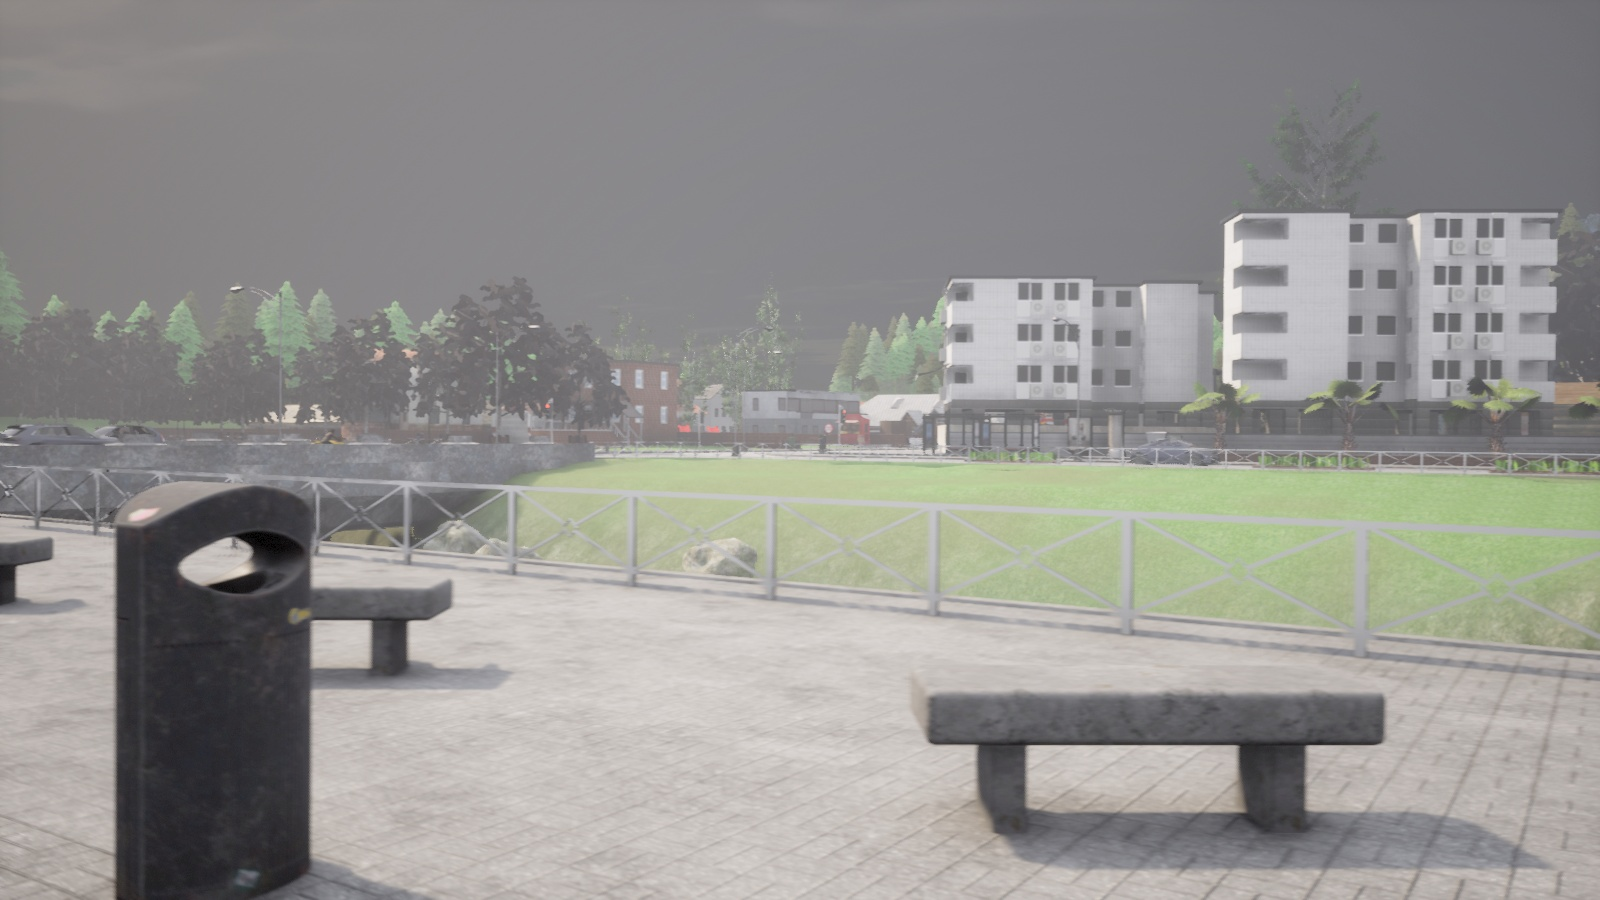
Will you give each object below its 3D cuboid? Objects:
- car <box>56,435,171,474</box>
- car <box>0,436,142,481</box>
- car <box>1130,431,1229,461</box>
[{"bbox_3d":[-30.185,0.188,55.317,1.851,1.617,3.988,0,1,33],"label":"car"},{"bbox_3d":[-29.046,0.283,49.753,2.033,1.649,4.856,0,1,33],"label":"car"},{"bbox_3d":[18.455,-0.194,61.115,4.181,1.385,1.994,0,1,33],"label":"car"}]
